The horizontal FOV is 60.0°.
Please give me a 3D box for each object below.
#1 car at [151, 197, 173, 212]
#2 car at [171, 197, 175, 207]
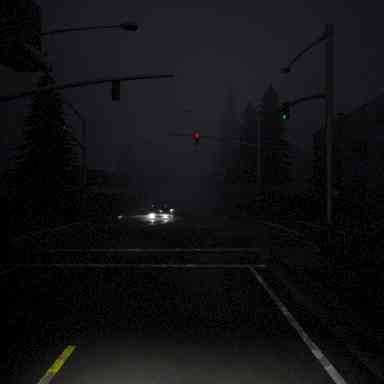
[{"bbox_3d":[-3.579,1.600,38.185,1.895,1.301,4.718,0,0,0],"label":"car"},{"bbox_3d":[-3.557,1.504,48.310,1.837,1.490,4.892,0,0,0],"label":"car"}]
